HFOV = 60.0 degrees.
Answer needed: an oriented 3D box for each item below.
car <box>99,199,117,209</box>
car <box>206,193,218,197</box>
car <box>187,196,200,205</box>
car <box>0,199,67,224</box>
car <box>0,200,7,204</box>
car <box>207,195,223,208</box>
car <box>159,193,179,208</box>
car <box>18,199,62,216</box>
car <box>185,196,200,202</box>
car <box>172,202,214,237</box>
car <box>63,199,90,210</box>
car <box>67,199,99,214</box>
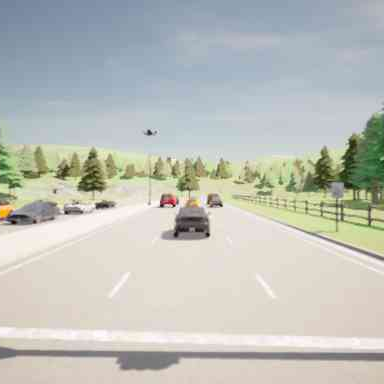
[{"bbox_3d":[-11.494,1.576,44.633,1.895,1.301,4.718,0,0,0],"label":"car"},{"bbox_3d":[3.762,1.188,59.151,2.150,2.045,5.566,0,0,2],"label":"car"},{"bbox_3d":[0.263,1.458,59.213,2.128,1.511,4.902,0,0,2],"label":"car"},{"bbox_3d":[-11.596,1.534,24.856,2.033,1.411,5.357,0,0,0],"label":"car"},{"bbox_3d":[-15.092,1.339,24.456,2.097,1.767,4.553,0,0,0],"label":"car"},{"bbox_3d":[3.540,1.520,48.526,2.033,1.411,5.357,0,0,1],"label":"car"},{"bbox_3d":[-3.460,1.194,48.560,2.150,2.045,5.566,0,0,1],"label":"car"},{"bbox_3d":[-15.070,1.473,33.334,2.128,1.511,4.902,0,0,0],"label":"car"},{"bbox_3d":[0.044,1.450,48.943,1.882,1.535,5.008,0,0,1],"label":"car"},{"bbox_3d":[0.001,1.494,17.924,1.837,1.490,4.892,0,0,0],"label":"car"},{"bbox_3d":[-14.994,1.577,43.477,1.895,1.301,4.718,0,0,0],"label":"car"},{"bbox_3d":[-11.575,1.582,34.440,1.895,1.301,4.718,0,0,1],"label":"car"}]
